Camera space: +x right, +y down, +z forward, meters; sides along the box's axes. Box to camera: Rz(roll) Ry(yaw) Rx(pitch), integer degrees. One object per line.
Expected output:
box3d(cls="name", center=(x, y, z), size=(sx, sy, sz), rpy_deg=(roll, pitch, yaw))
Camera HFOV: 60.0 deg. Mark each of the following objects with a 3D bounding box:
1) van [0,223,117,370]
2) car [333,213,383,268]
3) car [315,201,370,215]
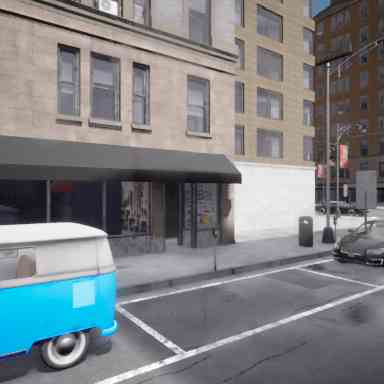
box3d(cls="van", center=(-2.941, 1.341, 4.092), size=(3.998, 1.788, 1.690), rpy_deg=(0, 0, -35))
box3d(cls="car", center=(6.278, 1.551, 10.666), size=(4.403, 1.369, 2.008), rpy_deg=(0, 0, -35))
box3d(cls="car", center=(13.814, 1.524, 30.933), size=(1.895, 1.301, 4.718), rpy_deg=(0, 0, -35))
